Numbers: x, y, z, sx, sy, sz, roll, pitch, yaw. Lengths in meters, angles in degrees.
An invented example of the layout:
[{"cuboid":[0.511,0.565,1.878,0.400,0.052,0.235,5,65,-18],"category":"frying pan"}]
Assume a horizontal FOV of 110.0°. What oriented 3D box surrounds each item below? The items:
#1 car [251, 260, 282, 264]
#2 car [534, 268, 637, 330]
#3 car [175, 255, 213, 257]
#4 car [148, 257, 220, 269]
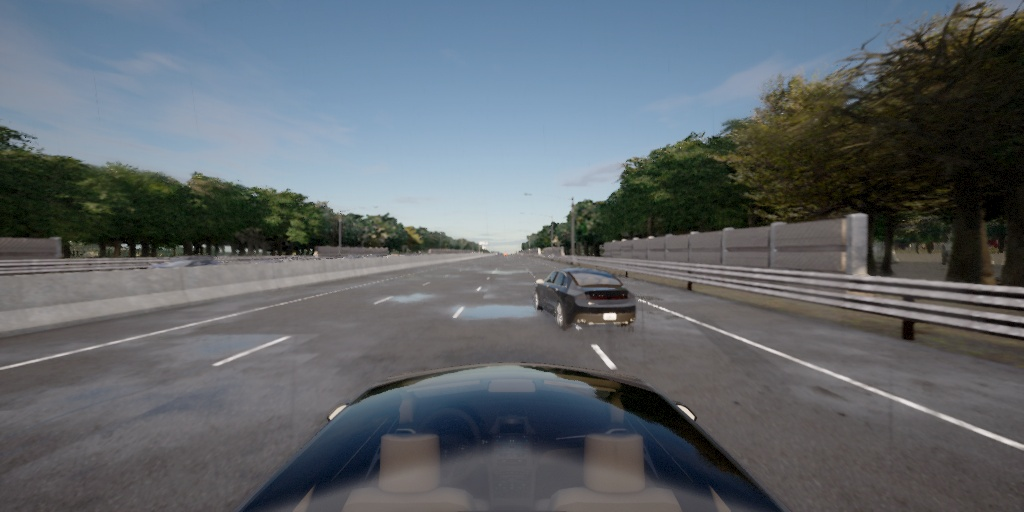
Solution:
[{"cuboid":[-17.548,0.974,25.617,1.994,1.385,4.181,0,1,1],"category":"car"},{"cuboid":[1.927,1.105,10.695,1.837,1.490,4.892,0,1,-8],"category":"car"},{"cuboid":[-24.535,0.743,27.014,2.097,1.767,4.553,0,1,0],"category":"car"},{"cuboid":[-21.054,0.967,23.213,1.812,1.442,4.674,0,1,0],"category":"car"}]
